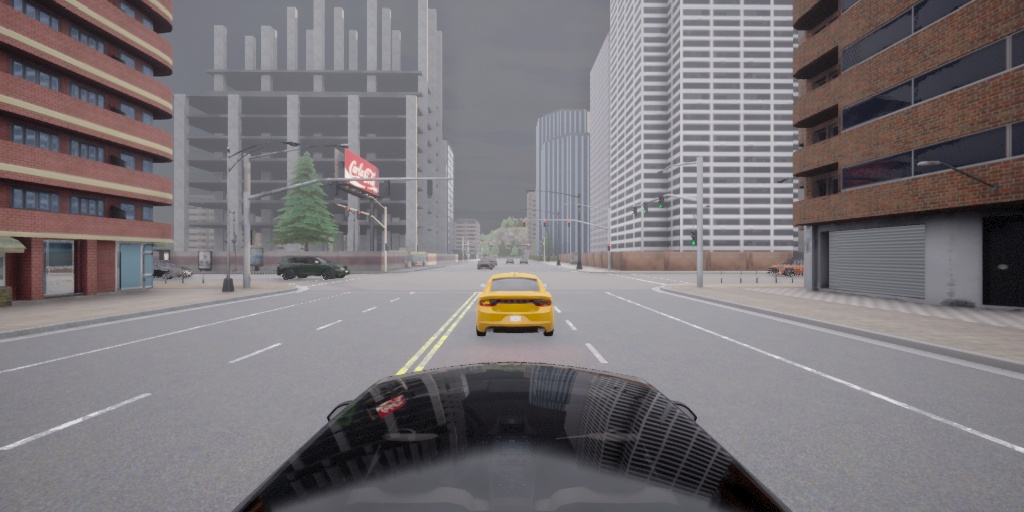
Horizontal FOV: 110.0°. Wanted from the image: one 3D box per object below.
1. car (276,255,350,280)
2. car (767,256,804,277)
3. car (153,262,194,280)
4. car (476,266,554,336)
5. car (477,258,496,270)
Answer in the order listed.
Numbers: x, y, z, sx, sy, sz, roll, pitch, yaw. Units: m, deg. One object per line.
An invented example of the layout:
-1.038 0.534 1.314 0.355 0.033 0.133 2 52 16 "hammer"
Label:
-16.754 0.970 30.309 5.566 2.045 2.150 0 0 -1 "car"
27.231 1.103 34.501 4.553 1.767 2.097 0 0 -1 "car"
-29.647 1.242 30.165 4.902 1.511 2.128 0 0 0 "car"
0.061 1.228 10.389 1.882 1.535 5.008 0 0 0 "car"
-3.887 1.102 52.658 2.097 1.767 4.553 0 0 0 "car"
